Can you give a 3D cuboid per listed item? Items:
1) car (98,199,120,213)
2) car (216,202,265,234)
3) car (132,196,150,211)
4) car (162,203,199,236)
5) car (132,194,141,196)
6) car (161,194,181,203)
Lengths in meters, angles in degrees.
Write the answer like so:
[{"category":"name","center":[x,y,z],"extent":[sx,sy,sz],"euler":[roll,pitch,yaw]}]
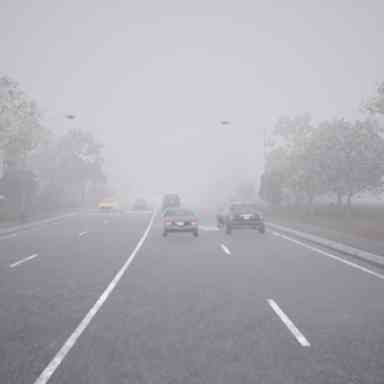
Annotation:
[{"category":"car","center":[-9.597,1.528,38.729],"extent":[1.882,1.535,5.008],"euler":[0,0,-5]},{"category":"car","center":[2.719,1.365,19.473],"extent":[2.097,1.767,4.553],"euler":[0,0,-4]},{"category":"car","center":[-6.366,1.553,41.954],"extent":[1.837,1.490,4.892],"euler":[0,0,-5]},{"category":"car","center":[-0.687,1.566,18.420],"extent":[2.033,1.411,5.357],"euler":[0,0,-4]},{"category":"car","center":[-13.146,1.062,79.381],"extent":[2.097,1.767,4.553],"euler":[0,0,-5]},{"category":"car","center":[-2.499,1.262,40.063],"extent":[2.150,2.045,5.566],"euler":[0,0,-5]}]
